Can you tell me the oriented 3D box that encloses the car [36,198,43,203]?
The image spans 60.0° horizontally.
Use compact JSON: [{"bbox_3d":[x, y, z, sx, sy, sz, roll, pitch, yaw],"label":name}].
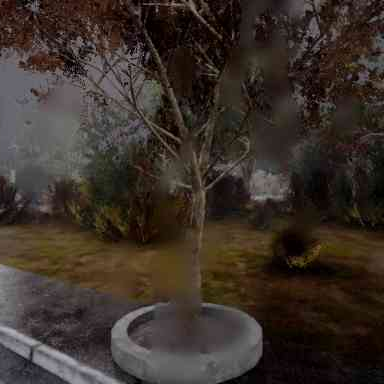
[{"bbox_3d":[-20.275,1.215,47.780,2.033,1.411,5.357,1,0,32],"label":"car"}]
